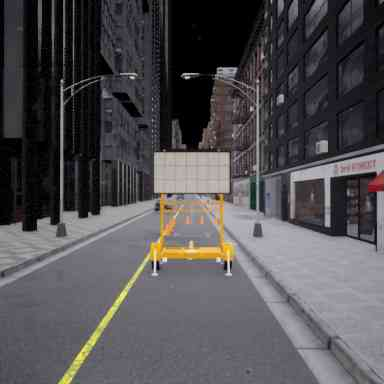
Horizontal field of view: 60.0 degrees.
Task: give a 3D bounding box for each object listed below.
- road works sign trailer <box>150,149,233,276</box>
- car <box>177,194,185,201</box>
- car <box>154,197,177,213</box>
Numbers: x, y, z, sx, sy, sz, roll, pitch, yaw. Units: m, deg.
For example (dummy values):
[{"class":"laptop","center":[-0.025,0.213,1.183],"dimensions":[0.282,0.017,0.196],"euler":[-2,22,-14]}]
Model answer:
[{"class":"road works sign trailer","center":[-0.006,0.466,10.360],"dimensions":[2.380,3.560,2.880],"euler":[0,0,0]},{"class":"car","center":[-3.067,1.292,90.330],"dimensions":[2.150,2.045,5.566],"euler":[0,0,0]},{"class":"car","center":[-3.129,1.560,37.254],"dimensions":[2.033,1.411,5.357],"euler":[0,0,0]}]
